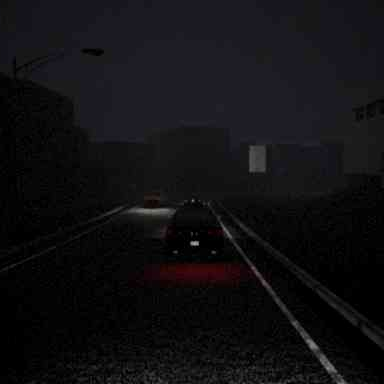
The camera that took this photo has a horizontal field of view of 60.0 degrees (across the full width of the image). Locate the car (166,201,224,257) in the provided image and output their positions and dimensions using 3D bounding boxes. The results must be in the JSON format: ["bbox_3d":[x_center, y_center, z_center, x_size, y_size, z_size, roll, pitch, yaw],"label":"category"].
[{"bbox_3d":[0.090,1.341,12.506,1.882,1.535,5.008,0,1,0],"label":"car"}]

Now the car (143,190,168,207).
[{"bbox_3d":[-3.497,0.584,32.300,1.882,1.535,5.008,0,3,2],"label":"car"}]

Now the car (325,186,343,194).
[{"bbox_3d":[27.163,-0.376,61.609,4.553,1.767,2.097,1,3,0],"label":"car"}]

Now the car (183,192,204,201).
[{"bbox_3d":[0.131,0.701,31.277,2.033,1.411,5.357,0,3,1],"label":"car"}]
